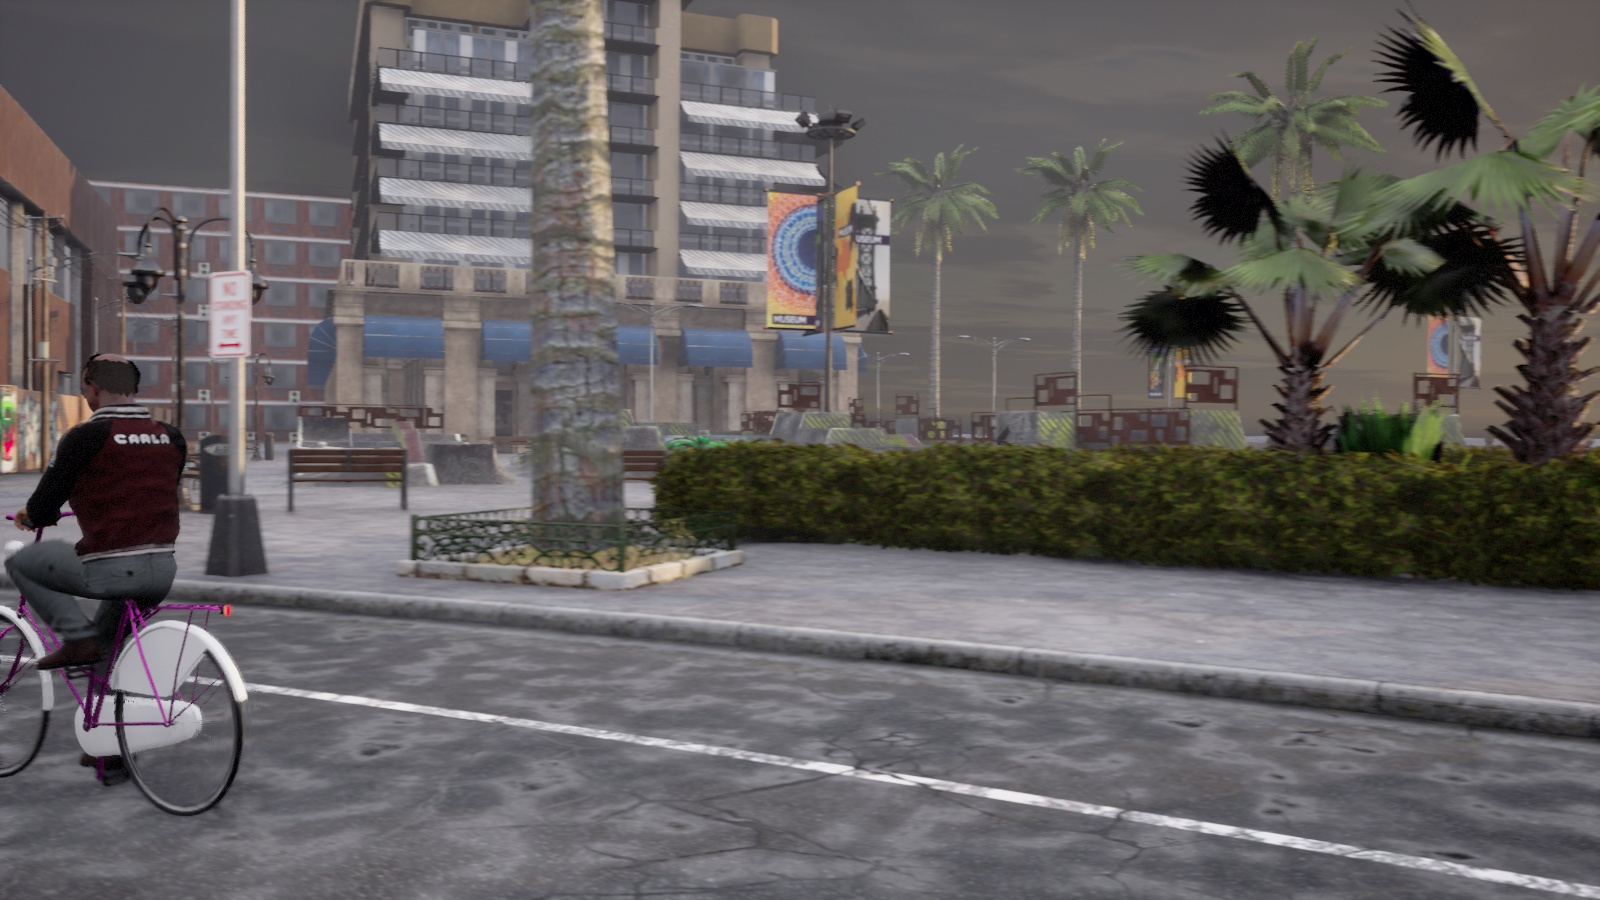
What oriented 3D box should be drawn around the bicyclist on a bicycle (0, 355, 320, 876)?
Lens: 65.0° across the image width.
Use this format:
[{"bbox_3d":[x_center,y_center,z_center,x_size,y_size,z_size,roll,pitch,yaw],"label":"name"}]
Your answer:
[{"bbox_3d":[-2.843,0.557,4.976,1.843,1.776,0.659,0,1,26],"label":"bicyclist on a bicycle"}]
